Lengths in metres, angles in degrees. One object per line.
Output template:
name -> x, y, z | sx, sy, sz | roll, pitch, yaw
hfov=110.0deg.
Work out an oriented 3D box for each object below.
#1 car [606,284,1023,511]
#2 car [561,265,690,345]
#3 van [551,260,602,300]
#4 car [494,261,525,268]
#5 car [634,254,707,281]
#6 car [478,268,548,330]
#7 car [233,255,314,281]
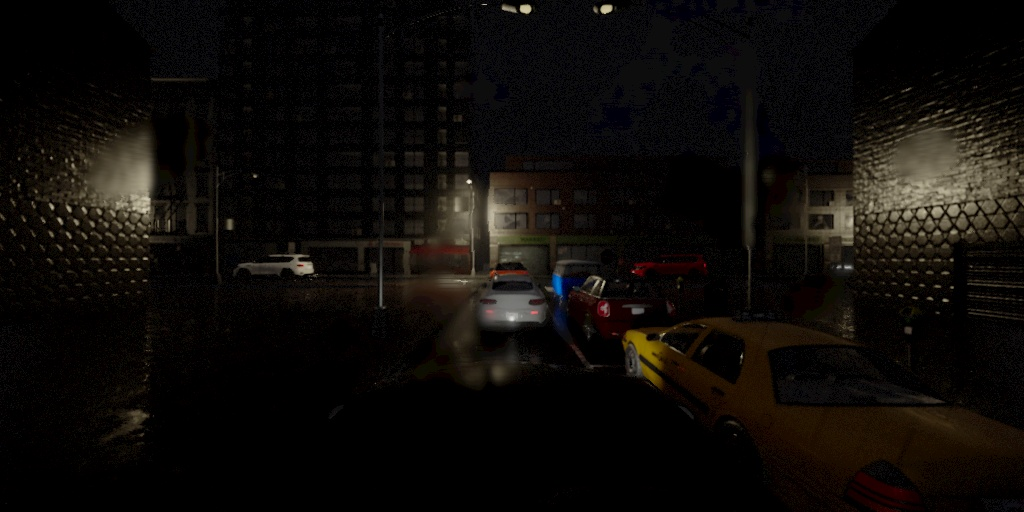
car -> 2.637, 1.271, 4.141 | 1.751, 1.417, 4.829 | 0, 0, 0
car -> 2.635, 1.175, 9.444 | 1.967, 1.591, 4.097 | 0, 0, 0
van -> 2.634, 1.066, 14.919 | 1.690, 1.789, 3.998 | 0, 0, 0
car -> -0.235, 1.059, 20.460 | 2.097, 1.767, 4.553 | 0, 0, -5
car -> 12.363, 0.904, 28.318 | 5.566, 2.045, 2.150 | 0, 0, 0
car -> 0.018, 1.258, 10.870 | 1.812, 1.442, 4.674 | 0, 0, 0
car -> -18.723, 0.907, 28.361 | 5.566, 2.045, 2.150 | 0, 0, 0
